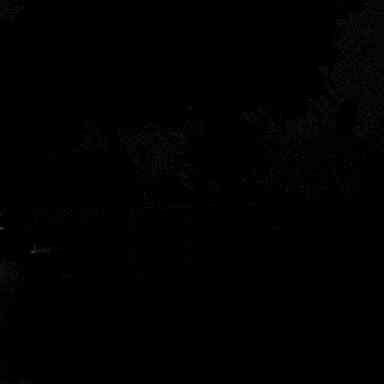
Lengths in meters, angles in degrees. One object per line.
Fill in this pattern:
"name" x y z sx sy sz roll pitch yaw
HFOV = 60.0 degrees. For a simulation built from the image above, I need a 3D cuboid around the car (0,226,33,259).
"car" -6.878 1.555 10.281 1.994 1.385 4.181 -1 -1 9
